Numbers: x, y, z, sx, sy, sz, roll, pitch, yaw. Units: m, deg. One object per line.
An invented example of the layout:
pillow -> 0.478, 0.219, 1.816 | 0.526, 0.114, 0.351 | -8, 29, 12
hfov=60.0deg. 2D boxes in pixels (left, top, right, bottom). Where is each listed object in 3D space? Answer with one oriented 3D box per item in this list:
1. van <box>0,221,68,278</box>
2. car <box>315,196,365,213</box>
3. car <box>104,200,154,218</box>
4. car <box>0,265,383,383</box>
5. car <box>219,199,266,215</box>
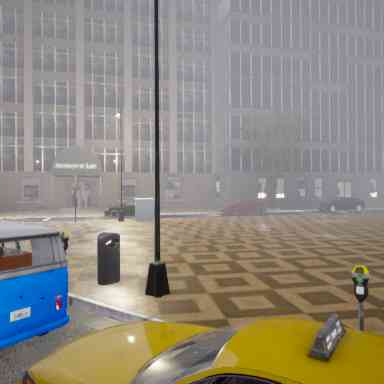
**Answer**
van -> -3.722, 1.343, 5.372 | 3.998, 1.788, 1.690 | 0, 0, 35
car -> 14.412, 1.191, 32.367 | 4.892, 1.490, 1.837 | 0, 0, -14
car -> -5.161, 1.396, 27.499 | 4.181, 1.385, 1.994 | 0, 0, -14
car -> 0.649, 1.526, 2.263 | 4.829, 1.417, 1.752 | 0, 0, 35
car -> 4.553, 1.320, 29.924 | 4.181, 1.385, 1.994 | 0, 0, -14
